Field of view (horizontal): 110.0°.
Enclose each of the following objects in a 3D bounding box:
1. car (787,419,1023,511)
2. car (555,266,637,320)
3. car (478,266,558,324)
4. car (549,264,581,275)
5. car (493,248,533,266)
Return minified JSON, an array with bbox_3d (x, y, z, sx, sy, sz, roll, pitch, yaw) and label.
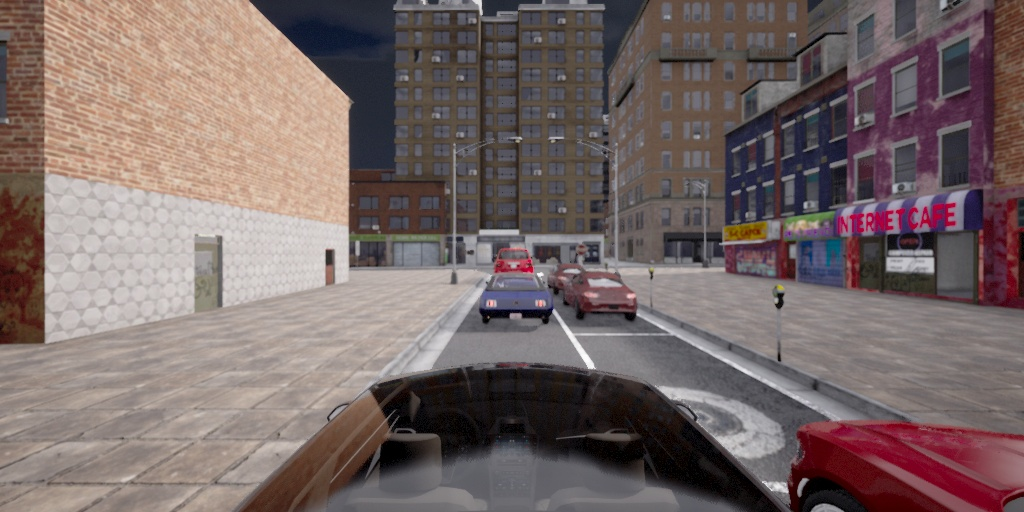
[{"bbox_3d":[2.642,1.321,0.516,1.888,1.381,4.507,0,0,0],"label":"car"},{"bbox_3d":[2.630,1.128,11.390,1.802,1.307,4.207,0,0,0],"label":"car"},{"bbox_3d":[0.102,1.153,11.053,1.895,1.301,4.718,0,1,0],"label":"car"},{"bbox_3d":[2.624,1.015,16.828,1.802,1.307,4.207,0,0,0],"label":"car"},{"bbox_3d":[0.073,0.564,21.177,2.150,2.045,5.566,0,1,0],"label":"car"}]
